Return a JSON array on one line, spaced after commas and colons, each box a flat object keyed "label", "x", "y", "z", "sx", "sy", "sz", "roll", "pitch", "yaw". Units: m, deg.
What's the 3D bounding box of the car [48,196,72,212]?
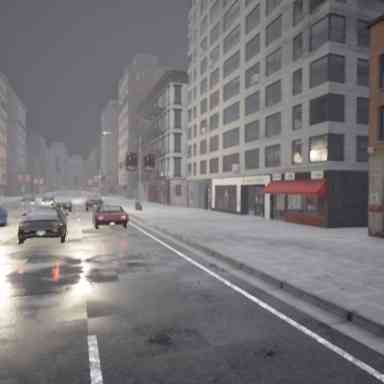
[{"label": "car", "x": -13.564, "y": 1.353, "z": 34.771, "sx": 1.895, "sy": 1.301, "sz": 4.718, "roll": 0, "pitch": 0, "yaw": -19}]

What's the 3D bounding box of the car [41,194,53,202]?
[{"label": "car", "x": -26.392, "y": 1.089, "z": 61.195, "sx": 1.812, "sy": 1.442, "sz": 4.674, "roll": 0, "pitch": 0, "yaw": -19}]

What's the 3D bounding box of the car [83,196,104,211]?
[{"label": "car", "x": -10.927, "y": 1.252, "z": 37.065, "sx": 1.837, "sy": 1.490, "sz": 4.892, "roll": 0, "pitch": -1, "yaw": -19}]

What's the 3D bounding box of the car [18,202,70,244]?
[{"label": "car", "x": -6.706, "y": 1.417, "z": 15.235, "sx": 1.812, "sy": 1.442, "sz": 4.674, "roll": 0, "pitch": 0, "yaw": -19}]

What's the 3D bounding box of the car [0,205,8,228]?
[{"label": "car", "x": -11.318, "y": 1.334, "z": 17.954, "sx": 1.882, "sy": 1.535, "sz": 5.008, "roll": 0, "pitch": 0, "yaw": -19}]

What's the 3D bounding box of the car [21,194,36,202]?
[{"label": "car", "x": -29.468, "y": 1.086, "z": 60.147, "sx": 1.812, "sy": 1.442, "sz": 4.674, "roll": 0, "pitch": 0, "yaw": -19}]

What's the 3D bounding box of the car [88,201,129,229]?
[{"label": "car", "x": -5.233, "y": 1.467, "z": 20.818, "sx": 1.895, "sy": 1.301, "sz": 4.718, "roll": 0, "pitch": 0, "yaw": -19}]
